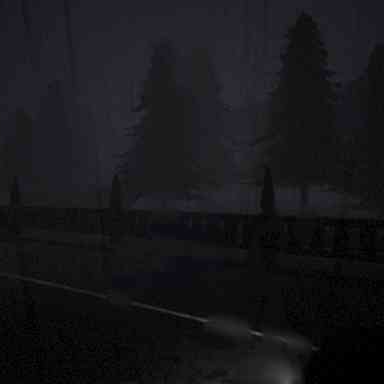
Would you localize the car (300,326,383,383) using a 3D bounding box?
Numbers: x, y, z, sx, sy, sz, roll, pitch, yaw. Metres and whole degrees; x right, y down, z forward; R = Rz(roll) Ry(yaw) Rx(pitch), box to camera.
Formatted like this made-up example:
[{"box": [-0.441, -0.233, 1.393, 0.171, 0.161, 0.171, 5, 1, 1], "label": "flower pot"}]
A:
[{"box": [3.304, 1.544, 1.679, 5.357, 1.411, 2.033, 0, 0, 35], "label": "car"}]
